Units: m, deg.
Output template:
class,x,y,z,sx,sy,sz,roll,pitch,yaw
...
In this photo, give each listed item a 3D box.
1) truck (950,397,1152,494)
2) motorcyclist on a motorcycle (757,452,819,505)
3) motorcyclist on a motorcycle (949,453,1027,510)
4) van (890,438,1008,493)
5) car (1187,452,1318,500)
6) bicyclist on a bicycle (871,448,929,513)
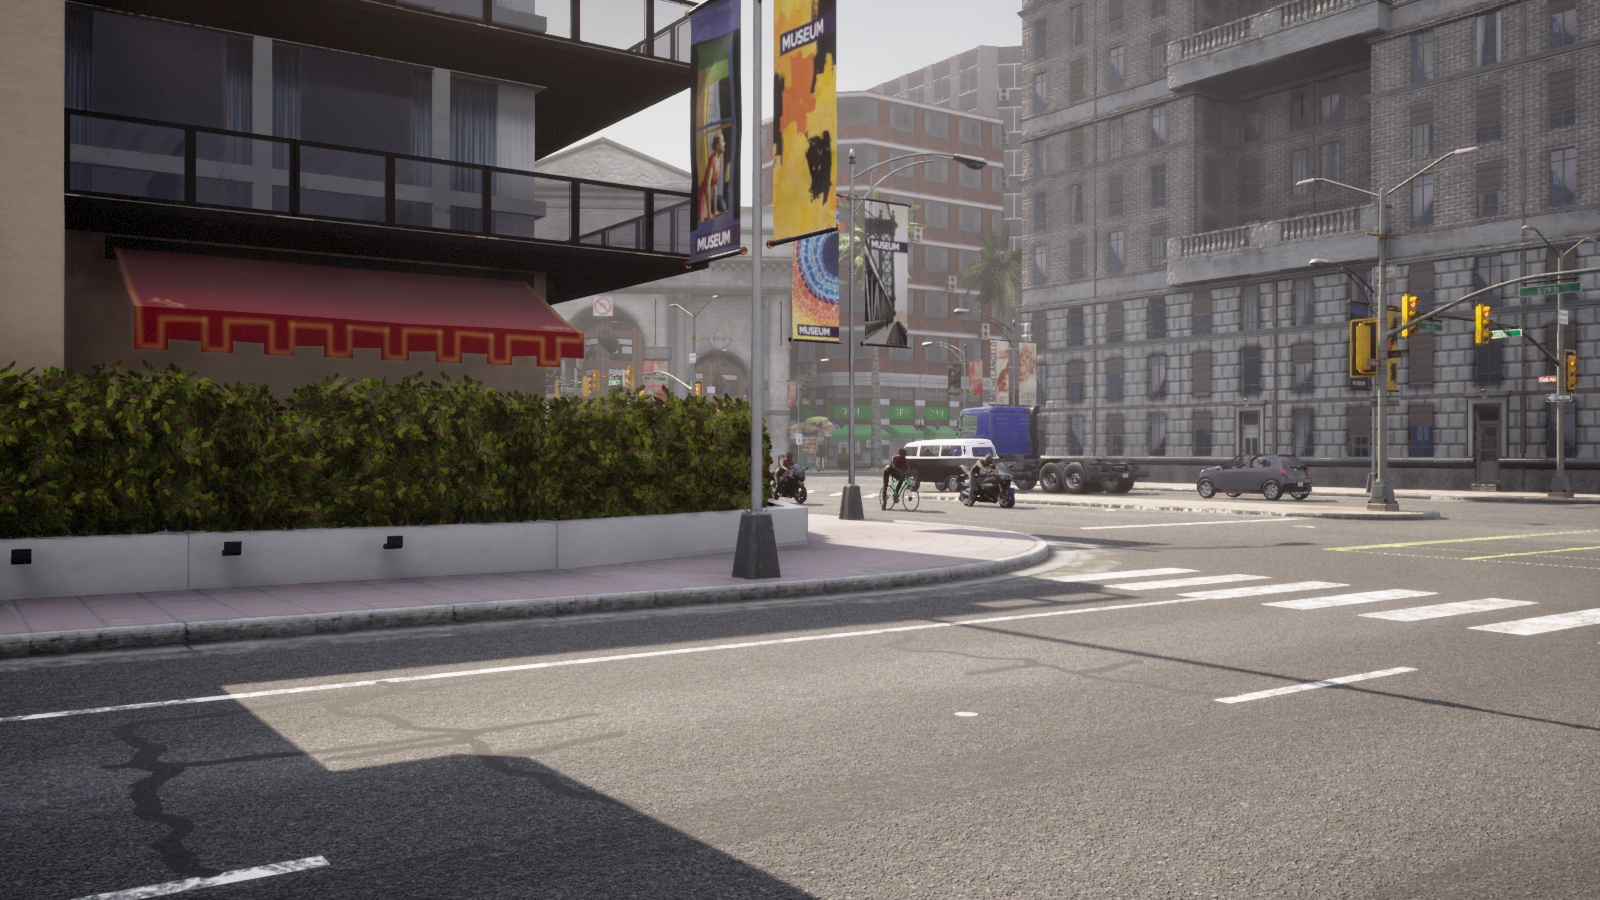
class,x,y,z,sx,sy,sz,roll,pitch,yaw
truck,9.565,-0.138,48.807,2.891,3.462,7.936,0,0,-35
motorcyclist on a motorcycle,-0.372,0.818,36.784,0.797,1.523,2.044,0,0,-35
motorcyclist on a motorcycle,5.192,0.854,34.869,0.866,1.530,2.191,0,0,-35
van,5.675,0.574,48.287,2.069,2.038,4.480,0,0,-34
car,14.795,0.828,41.201,1.845,1.501,3.633,0,0,-35
bicyclist on a bicycle,2.565,0.772,32.513,0.582,1.620,1.656,0,0,-35
